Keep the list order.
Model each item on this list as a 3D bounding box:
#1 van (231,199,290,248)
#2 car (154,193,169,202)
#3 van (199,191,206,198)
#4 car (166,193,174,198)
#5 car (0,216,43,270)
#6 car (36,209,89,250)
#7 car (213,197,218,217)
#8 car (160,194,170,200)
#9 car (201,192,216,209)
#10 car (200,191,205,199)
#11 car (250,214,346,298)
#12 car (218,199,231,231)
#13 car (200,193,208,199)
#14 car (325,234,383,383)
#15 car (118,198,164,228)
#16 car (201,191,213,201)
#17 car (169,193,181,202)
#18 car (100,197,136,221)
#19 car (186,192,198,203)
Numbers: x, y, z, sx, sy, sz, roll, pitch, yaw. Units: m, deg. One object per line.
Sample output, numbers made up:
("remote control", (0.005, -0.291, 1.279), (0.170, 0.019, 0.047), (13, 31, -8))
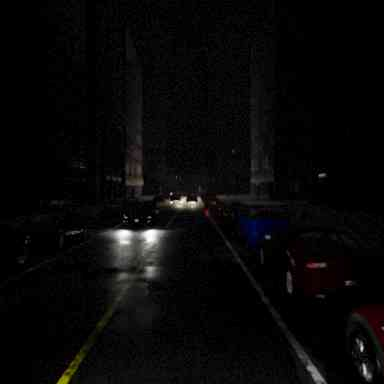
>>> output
("van", (2.846, 1.233, 13.831), (1.690, 1.788, 3.998), (0, 0, 0))
("car", (-5.694, 1.089, 59.015), (1.887, 1.381, 4.507), (0, 0, 0))
("van", (2.822, 0.643, 87.261), (1.690, 1.788, 3.998), (0, 1, 0))
("car", (-5.703, 0.868, 87.260), (1.947, 1.339, 4.313), (0, 1, 0))
("car", (-5.676, 1.501, 8.177), (1.947, 1.339, 4.313), (0, 0, 0))
("car", (-5.678, 1.436, 13.825), (1.887, 1.381, 4.507), (0, 0, 0))
("car", (2.843, 1.350, 25.129), (1.887, 1.381, 4.507), (0, 0, 0))
("car", (-5.697, 1.033, 70.313), (1.802, 1.307, 4.206), (0, 0, 0))
("car", (2.336, 1.157, 38.841), (1.801, 1.575, 5.366), (0, 0, 0))
("car", (2.832, 0.904, 53.369), (2.192, 1.841, 5.009), (0, 0, 0))
("car", (2.849, 1.480, 8.184), (1.887, 1.381, 4.507), (0, 0, 0))
("car", (2.844, 1.289, 19.480), (1.967, 1.590, 4.097), (0, 0, 0))
("car", (2.825, 0.935, 81.615), (1.802, 1.307, 4.206), (0, 1, 0))
("car", (2.850, 1.420, 2.534), (1.967, 1.590, 4.097), (0, 0, 0))
("car", (-3.107, 1.341, 21.045), (1.837, 1.490, 4.892), (0, 0, 0))
("car", (2.828, 0.814, 64.666), (2.192, 1.841, 5.009), (0, 0, 0))
("car", (-3.045, 1.072, 61.530), (2.033, 1.411, 5.357), (0, 0, 1))
("car", (-5.682, 1.355, 25.122), (2.008, 1.369, 4.403), (0, 0, 0))
("car", (-0.020, 1.123, 57.239), (1.994, 1.385, 4.181), (0, 0, 0))
